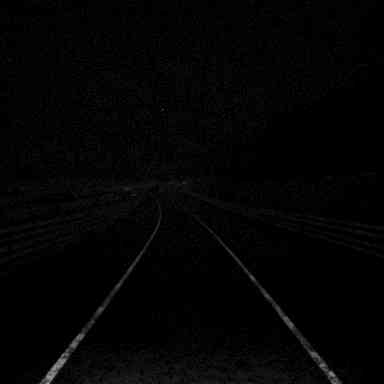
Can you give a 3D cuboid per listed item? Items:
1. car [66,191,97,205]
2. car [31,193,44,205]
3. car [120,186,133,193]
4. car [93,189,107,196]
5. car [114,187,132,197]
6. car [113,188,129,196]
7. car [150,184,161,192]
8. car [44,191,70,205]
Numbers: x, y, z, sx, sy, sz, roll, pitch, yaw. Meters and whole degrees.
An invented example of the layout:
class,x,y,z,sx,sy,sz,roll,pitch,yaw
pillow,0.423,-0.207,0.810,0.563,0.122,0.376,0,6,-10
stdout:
class,x,y,z,sx,sy,sz,roll,pitch,yaw
car,-18.034,1.214,54.720,1.837,1.490,4.892,0,3,11
car,-24.914,1.035,56.008,2.097,1.767,4.553,0,3,11
car,-17.973,-0.715,91.578,1.812,1.442,4.674,0,3,11
car,-21.084,-0.015,75.633,2.097,1.767,4.553,0,3,11
car,-14.589,0.299,72.374,2.128,1.511,4.902,0,3,11
car,-16.874,-0.090,78.937,1.882,1.535,5.008,0,3,11
car,-10.379,-0.923,93.946,1.882,1.535,5.008,0,3,11
car,-21.465,0.898,55.405,2.150,2.045,5.566,0,3,11
